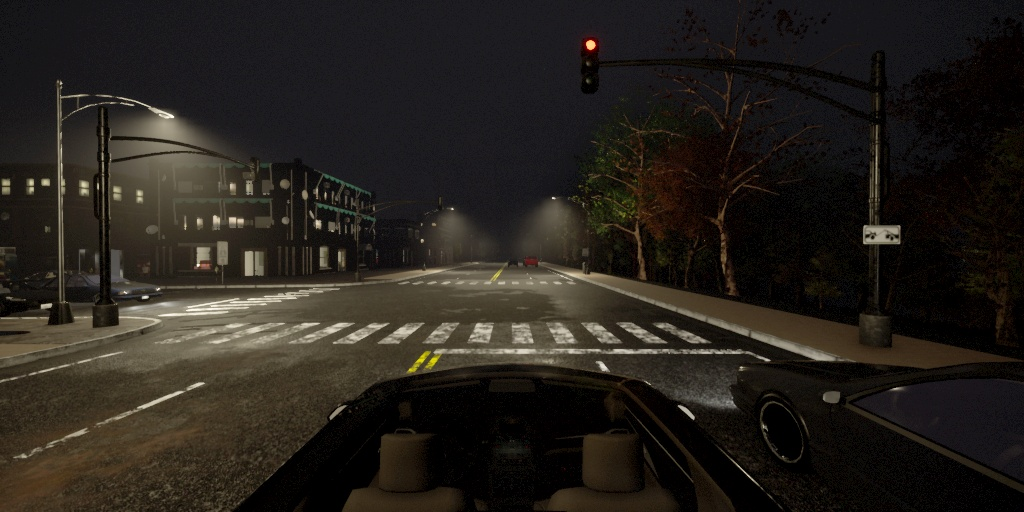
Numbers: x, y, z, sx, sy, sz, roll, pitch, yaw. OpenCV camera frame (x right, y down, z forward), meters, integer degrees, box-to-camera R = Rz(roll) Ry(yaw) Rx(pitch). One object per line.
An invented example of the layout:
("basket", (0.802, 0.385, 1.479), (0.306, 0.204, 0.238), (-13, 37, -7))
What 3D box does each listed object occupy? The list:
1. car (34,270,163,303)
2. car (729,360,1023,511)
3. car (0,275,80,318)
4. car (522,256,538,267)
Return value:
("car", (-19.282, 1.511, 16.413), (5.357, 1.411, 2.033), (-1, 1, 3))
("car", (3.326, 1.297, 1.696), (2.033, 1.411, 5.357), (0, 0, 3))
("car", (-19.931, 1.565, 13.688), (4.313, 1.339, 1.948), (0, 0, 0))
("car", (3.440, 0.948, 63.902), (2.150, 2.045, 5.566), (0, 0, 0))
